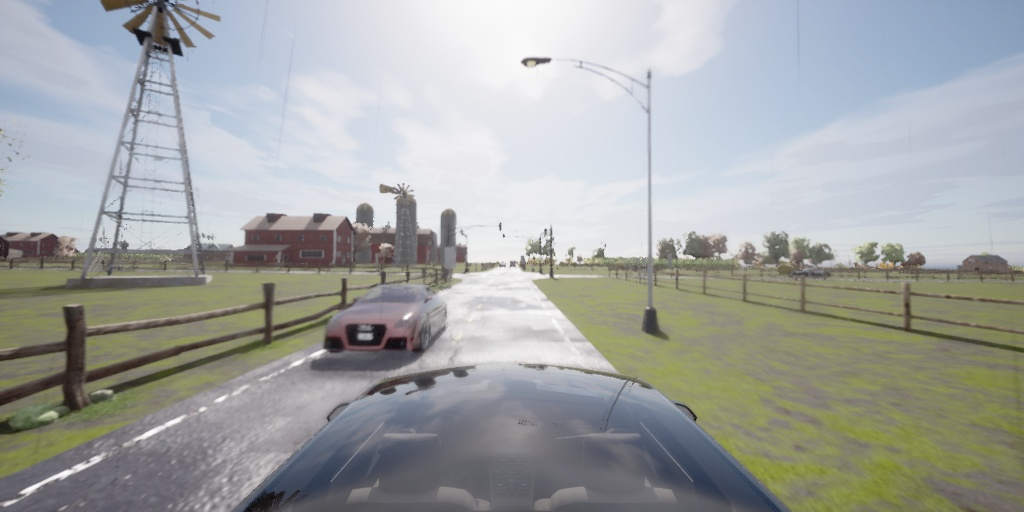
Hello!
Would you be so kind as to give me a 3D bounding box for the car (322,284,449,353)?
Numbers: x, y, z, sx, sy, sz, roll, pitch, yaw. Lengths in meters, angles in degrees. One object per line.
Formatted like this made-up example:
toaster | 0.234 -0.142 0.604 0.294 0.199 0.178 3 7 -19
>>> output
car | -2.850 1.404 8.970 1.994 1.385 4.181 0 -1 0
